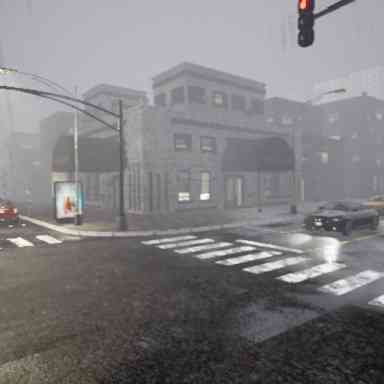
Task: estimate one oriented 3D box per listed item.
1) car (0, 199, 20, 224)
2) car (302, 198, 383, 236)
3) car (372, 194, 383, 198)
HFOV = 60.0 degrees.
[{"bbox_3d":[-12.197,1.153,20.847,1.967,1.590,4.097,-2,2,-38],"label":"car"},{"bbox_3d":[7.044,1.152,15.686,4.181,1.385,1.994,-2,2,-38],"label":"car"},{"bbox_3d":[13.923,0.850,24.453,4.829,1.417,1.752,-2,2,-38],"label":"car"}]
